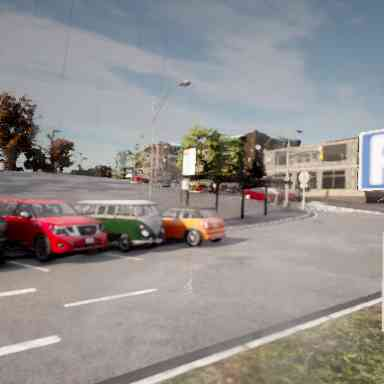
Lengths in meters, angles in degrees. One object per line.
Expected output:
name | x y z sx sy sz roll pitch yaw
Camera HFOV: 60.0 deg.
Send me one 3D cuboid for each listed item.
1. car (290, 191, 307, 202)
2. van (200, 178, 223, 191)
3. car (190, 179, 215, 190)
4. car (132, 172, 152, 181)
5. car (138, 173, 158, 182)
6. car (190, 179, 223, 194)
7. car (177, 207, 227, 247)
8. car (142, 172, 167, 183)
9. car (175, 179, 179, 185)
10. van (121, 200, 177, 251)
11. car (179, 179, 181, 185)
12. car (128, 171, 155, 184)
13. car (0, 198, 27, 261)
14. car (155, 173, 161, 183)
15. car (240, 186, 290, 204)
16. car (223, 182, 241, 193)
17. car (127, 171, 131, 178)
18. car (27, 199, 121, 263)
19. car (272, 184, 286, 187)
car | 14.037 0.554 44.510 2.002 1.452 4.674 7 3 35
van | 3.580 -1.356 59.153 1.878 1.987 4.442 8 3 35
car | 1.990 -1.402 61.875 1.946 1.575 5.366 7 3 35
car | -12.156 -3.691 81.295 2.185 1.767 4.553 4 0 33
car | -10.413 -3.455 78.834 2.185 1.767 4.553 6 2 33
car | 1.832 -0.574 46.357 1.994 1.385 4.181 3 4 -36
car | -0.696 1.479 15.922 4.553 1.767 2.185 -1 -1 35
car | -8.606 -3.301 76.377 2.435 2.045 5.566 8 3 34
car | -1.607 -1.912 66.640 2.002 1.452 4.674 7 3 34
van | -3.093 1.336 14.159 4.442 1.987 1.878 -1 -2 35
car | 0.147 -1.637 64.186 2.002 1.452 4.674 8 3 34
car | -9.436 -2.424 62.091 1.882 1.535 5.008 3 3 -36
car | -8.124 1.227 10.755 5.566 2.045 2.435 -1 -1 34
car | -6.747 -2.774 74.125 1.946 1.575 5.366 7 3 34
car | 8.121 0.326 37.600 1.882 1.535 5.008 3 3 -35
car | 7.089 -0.580 54.335 2.231 1.521 4.892 7 3 35
car | -13.938 -3.971 83.634 2.435 2.045 5.566 2 -2 34
car | -5.621 1.269 12.474 5.566 2.045 2.435 -1 -2 35
car | 12.338 -0.009 46.976 2.435 2.045 5.566 7 3 35
